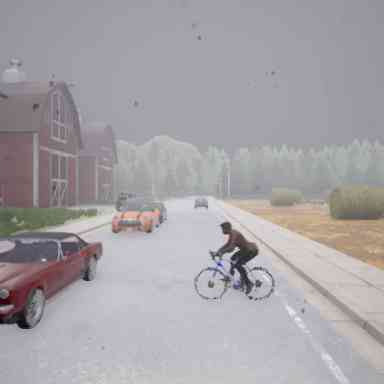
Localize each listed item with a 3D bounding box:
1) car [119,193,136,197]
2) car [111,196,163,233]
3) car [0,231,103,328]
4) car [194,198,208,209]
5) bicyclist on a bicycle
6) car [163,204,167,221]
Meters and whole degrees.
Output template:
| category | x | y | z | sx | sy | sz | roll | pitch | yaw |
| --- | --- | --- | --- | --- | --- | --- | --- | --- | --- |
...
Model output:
| category | x | y | z | sx | sy | sz | roll | pitch | yaw |
| --- | --- | --- | --- | --- | --- | --- | --- | --- | --- |
| car | -6.789 | 1.121 | 36.467 | 1.905 | 1.878 | 3.866 | 8 | -3 | -41 |
| car | -3.143 | 1.339 | 19.268 | 2.097 | 1.767 | 4.553 | 0 | 0 | 2 |
| car | -3.465 | 1.596 | 7.104 | 1.895 | 1.301 | 4.718 | 0 | 0 | 1 |
| car | 1.211 | 1.511 | 44.495 | 2.033 | 1.411 | 5.357 | 0 | 0 | 0 |
| bicyclist on a bicycle | 0.868 | 1.433 | 6.836 | 1.656 | 1.620 | 0.582 | -1 | 0 | 1 |
| car | -2.916 | 1.544 | 24.937 | 1.837 | 1.490 | 4.892 | 0 | 0 | 1 |
